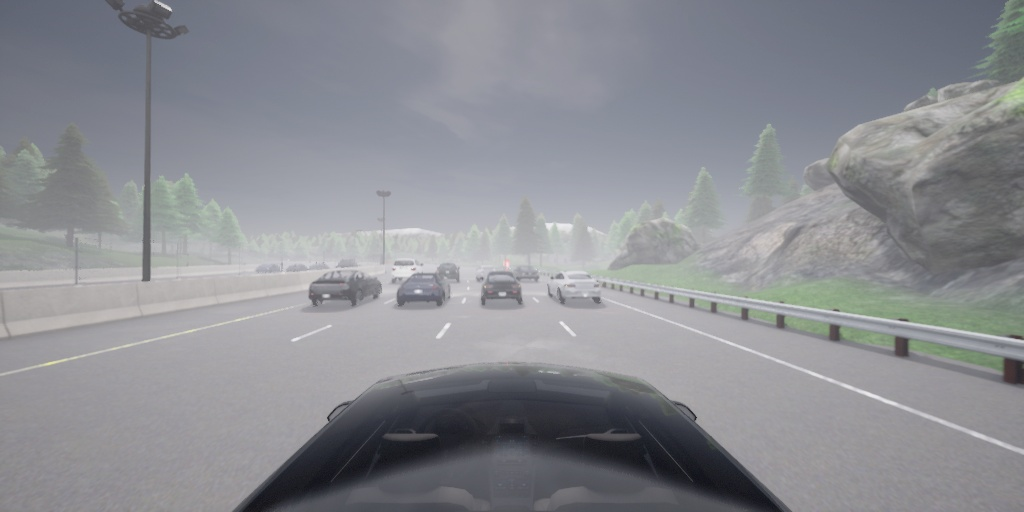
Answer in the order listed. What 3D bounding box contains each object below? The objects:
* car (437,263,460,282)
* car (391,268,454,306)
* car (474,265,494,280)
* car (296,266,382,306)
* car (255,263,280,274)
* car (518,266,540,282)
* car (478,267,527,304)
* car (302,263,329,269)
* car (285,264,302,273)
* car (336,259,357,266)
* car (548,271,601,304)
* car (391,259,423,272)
[{"bbox_3d":[-5.729,1.400,32.221,2.097,1.767,4.553,0,-1,-8],"label":"car"},{"bbox_3d":[-4.037,1.464,16.878,1.994,1.385,4.181,0,-1,-4],"label":"car"},{"bbox_3d":[-2.310,1.582,33.030,1.812,1.442,4.674,0,0,-8],"label":"car"},{"bbox_3d":[-7.527,1.390,16.614,2.128,1.511,4.902,0,0,-4],"label":"car"},{"bbox_3d":[-34.479,1.767,50.752,1.812,1.442,4.674,1,-1,-15],"label":"car"},{"bbox_3d":[1.210,1.604,33.145,2.033,1.411,5.357,0,-1,-8],"label":"car"},{"bbox_3d":[-0.551,1.427,17.198,1.812,1.442,4.674,0,0,-4],"label":"car"},{"bbox_3d":[-27.230,1.728,50.553,2.128,1.511,4.902,0,-1,-14],"label":"car"},{"bbox_3d":[-31.241,1.815,52.077,1.994,1.385,4.181,0,-1,-15],"label":"car"},{"bbox_3d":[-23.774,1.465,51.613,2.150,2.045,5.566,1,-1,-14],"label":"car"},{"bbox_3d":[2.940,1.429,17.443,1.812,1.442,4.674,0,0,-4],"label":"car"},{"bbox_3d":[-9.179,1.261,31.627,2.150,2.045,5.566,0,0,-8],"label":"car"}]
